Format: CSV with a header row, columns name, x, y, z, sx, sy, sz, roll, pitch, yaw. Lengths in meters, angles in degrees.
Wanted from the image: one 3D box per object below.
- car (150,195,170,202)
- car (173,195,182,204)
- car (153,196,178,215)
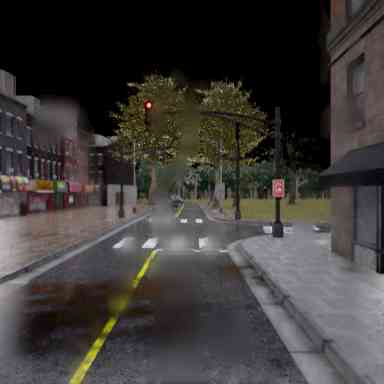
name,x,y,z,sx,sy,sz,roll,pitch,yaw
car,-7.939,1.597,81.890,5.008,1.535,1.882,0,0,43
car,-2.929,1.600,47.638,2.033,1.411,5.357,0,0,0
car,-2.903,1.512,34.122,2.128,1.511,4.902,0,0,0
